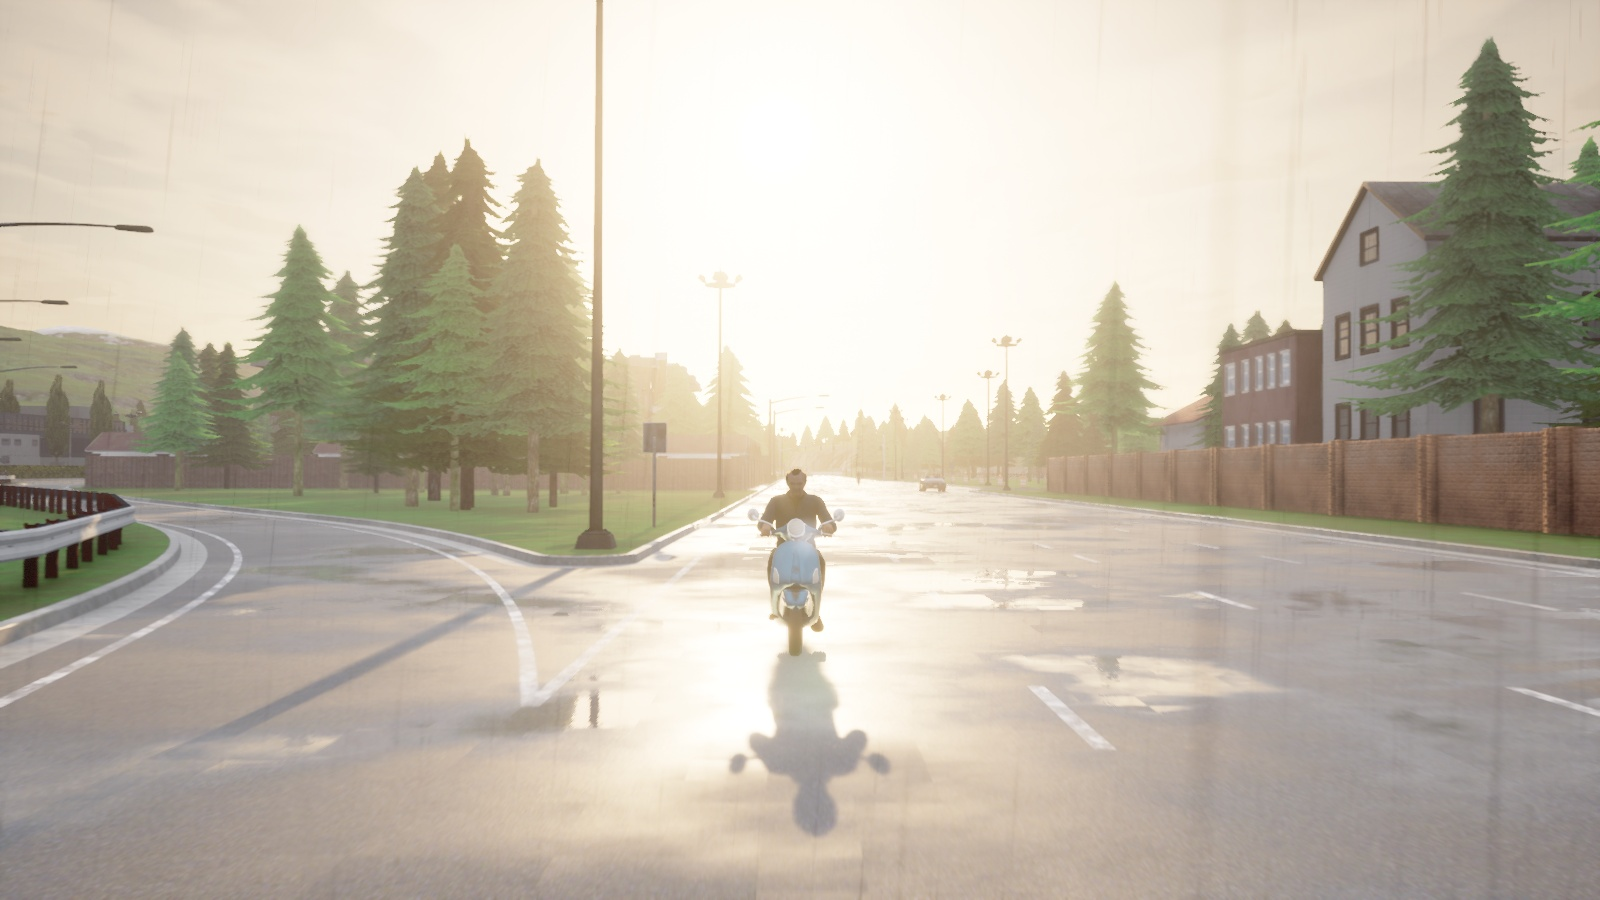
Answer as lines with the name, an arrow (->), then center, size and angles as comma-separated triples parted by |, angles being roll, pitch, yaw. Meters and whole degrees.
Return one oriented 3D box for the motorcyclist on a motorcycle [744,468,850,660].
motorcyclist on a motorcycle -> -0.028, 0.959, 11.303 | 0.866, 1.590, 1.817 | 0, -1, 0
